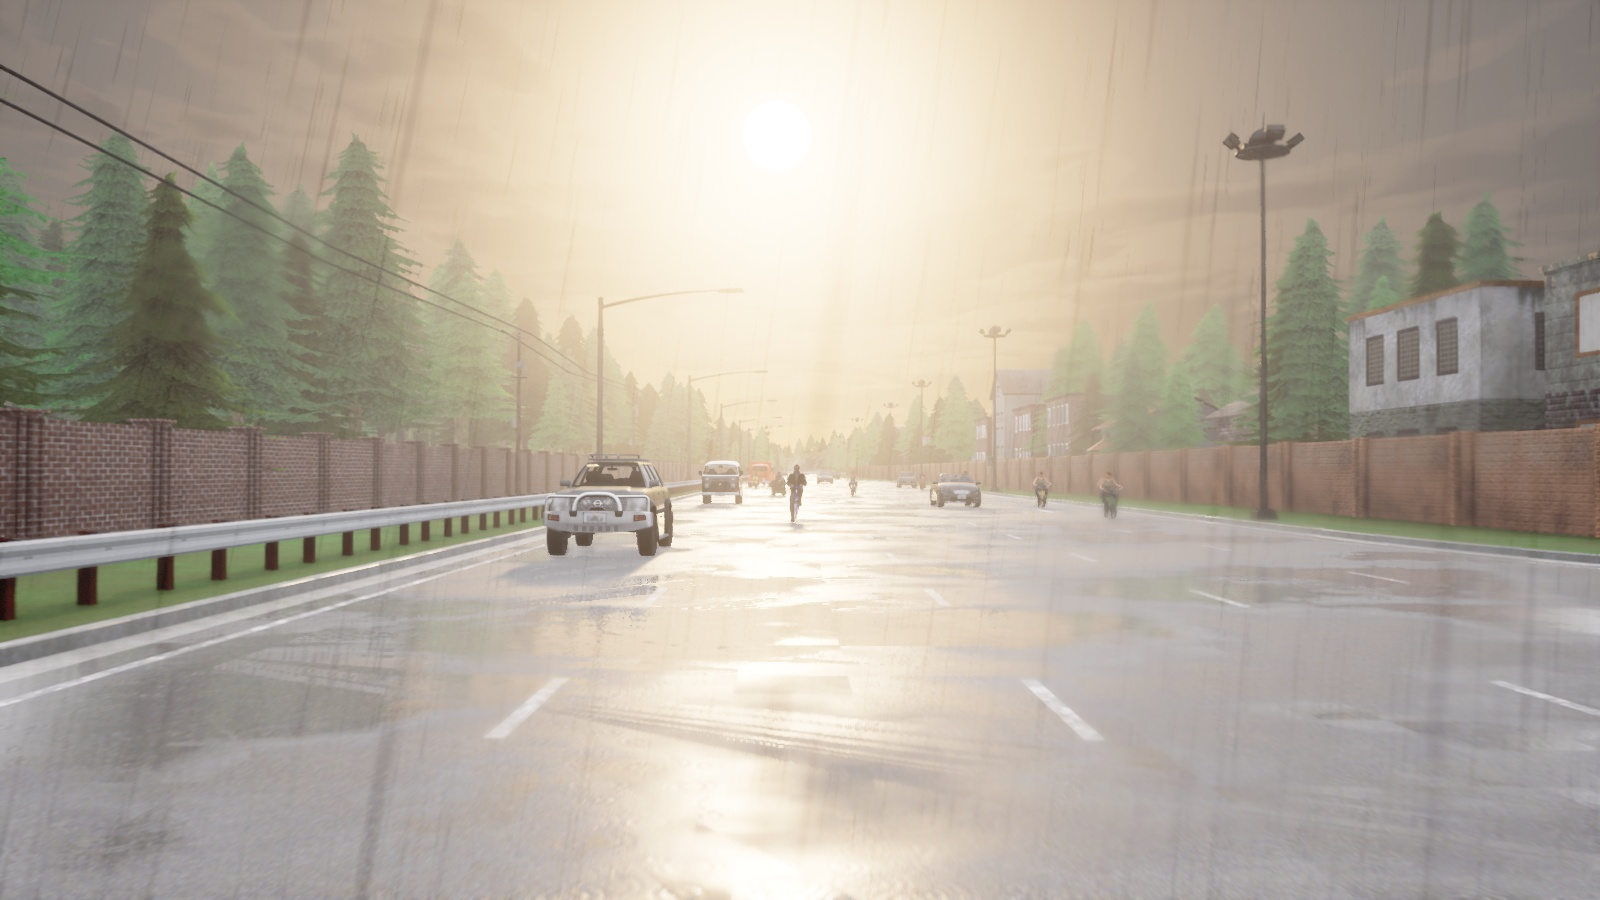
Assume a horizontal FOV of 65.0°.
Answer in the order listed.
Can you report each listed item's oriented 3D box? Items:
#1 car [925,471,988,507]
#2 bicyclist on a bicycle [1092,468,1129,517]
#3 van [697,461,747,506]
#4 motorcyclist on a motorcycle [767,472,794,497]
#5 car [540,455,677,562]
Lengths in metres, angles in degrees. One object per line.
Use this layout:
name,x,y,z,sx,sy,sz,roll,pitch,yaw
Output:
car,6.864,1.677,55.601,2.128,1.511,4.902,0,-1,0
bicyclist on a bicycle,10.402,1.417,42.089,0.866,1.612,1.509,0,-1,0
van,-3.646,1.552,59.516,2.069,2.038,4.480,0,-1,0
motorcyclist on a motorcycle,-1.234,2.100,77.312,0.797,1.523,2.044,-1,0,-27
car,-3.560,1.051,24.151,1.932,1.855,4.605,0,-1,0
